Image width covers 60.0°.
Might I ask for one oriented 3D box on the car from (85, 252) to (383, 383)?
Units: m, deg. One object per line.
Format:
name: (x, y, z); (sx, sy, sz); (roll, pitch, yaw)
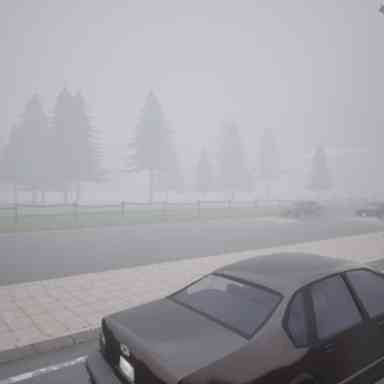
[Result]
car: (1.490, 1.546, 4.297); (5.357, 1.411, 2.033); (0, 0, -35)

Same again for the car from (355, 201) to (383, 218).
car: (16.733, 1.535, 29.797); (5.357, 1.411, 2.033); (0, 0, -37)

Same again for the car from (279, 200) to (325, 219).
car: (9.590, 1.493, 28.850); (4.892, 1.490, 1.837); (0, 0, -36)
